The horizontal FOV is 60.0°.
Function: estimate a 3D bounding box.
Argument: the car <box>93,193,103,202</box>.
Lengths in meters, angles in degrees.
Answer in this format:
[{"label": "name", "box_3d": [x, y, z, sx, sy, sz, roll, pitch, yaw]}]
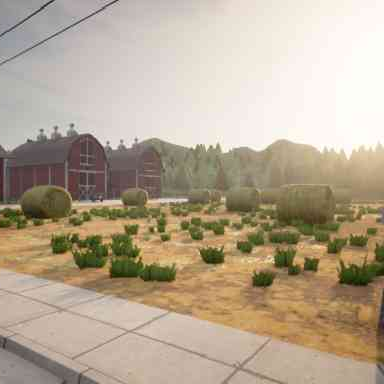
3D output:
[{"label": "car", "box_3d": [-19.651, 1.118, 69.803, 1.905, 1.878, 3.866, 6, 1, -10]}]
